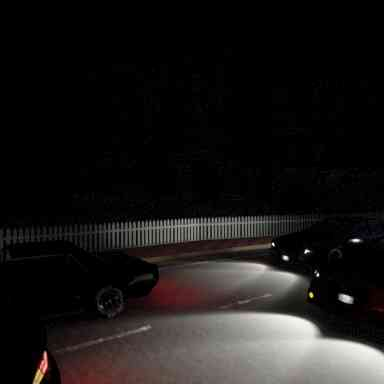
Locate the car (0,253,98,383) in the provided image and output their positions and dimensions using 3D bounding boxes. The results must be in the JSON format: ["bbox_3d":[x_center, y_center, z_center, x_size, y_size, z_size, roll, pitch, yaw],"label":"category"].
[{"bbox_3d":[-3.228,1.492,1.564,4.902,1.511,2.128,0,0,-35],"label":"car"}]

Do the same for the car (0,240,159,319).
[{"bbox_3d":[-3.071,1.601,5.871,4.718,1.301,1.895,0,0,-34],"label":"car"}]

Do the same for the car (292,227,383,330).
[{"bbox_3d":[4.238,1.564,6.432,4.181,1.385,1.994,0,0,-30],"label":"car"}]

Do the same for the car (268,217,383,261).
[{"bbox_3d":[5.130,1.547,10.952,5.357,1.411,2.033,0,0,-26],"label":"car"}]
